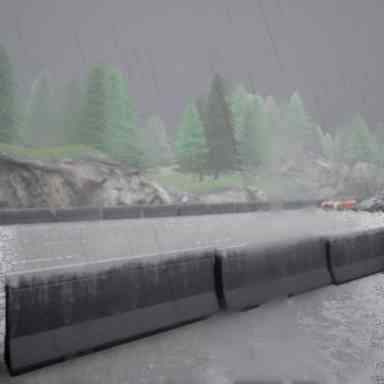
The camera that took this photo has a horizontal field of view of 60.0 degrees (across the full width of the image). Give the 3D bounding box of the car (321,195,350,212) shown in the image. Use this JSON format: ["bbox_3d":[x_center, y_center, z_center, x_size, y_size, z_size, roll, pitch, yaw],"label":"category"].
[{"bbox_3d":[16.543,1.261,37.285,4.553,1.767,2.097,-1,0,-35],"label":"car"}]

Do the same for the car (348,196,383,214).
[{"bbox_3d":[18.543,1.434,34.416,4.674,1.442,1.812,-1,0,-35],"label":"car"}]
